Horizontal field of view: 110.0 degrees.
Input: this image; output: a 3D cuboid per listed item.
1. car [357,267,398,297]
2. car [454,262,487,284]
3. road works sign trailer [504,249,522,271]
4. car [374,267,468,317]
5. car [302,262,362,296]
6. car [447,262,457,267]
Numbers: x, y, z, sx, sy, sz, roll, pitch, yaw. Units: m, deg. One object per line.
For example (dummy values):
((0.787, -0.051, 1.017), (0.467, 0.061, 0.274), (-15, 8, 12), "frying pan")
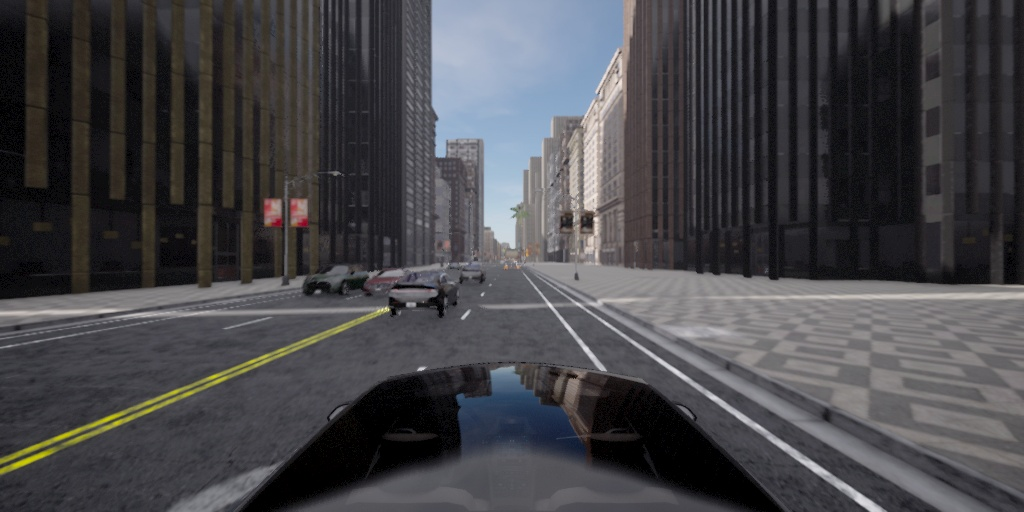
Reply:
((-6.601, 1.409, 20.034), (1.812, 1.442, 4.674), (0, 0, 0), "car")
((-3.153, 1.449, 29.754), (2.128, 1.511, 4.902), (0, 0, 0), "car")
((-0.007, 0.673, 60.969), (2.380, 3.560, 2.880), (0, 0, 0), "road works sign trailer")
((-3.152, 1.328, 13.632), (2.128, 1.511, 4.902), (0, 0, 0), "car")
((-9.851, 1.239, 20.453), (2.097, 1.767, 4.553), (0, 0, 0), "car")
((-9.796, 1.774, 60.981), (1.994, 1.385, 4.181), (0, 0, 1), "car")
